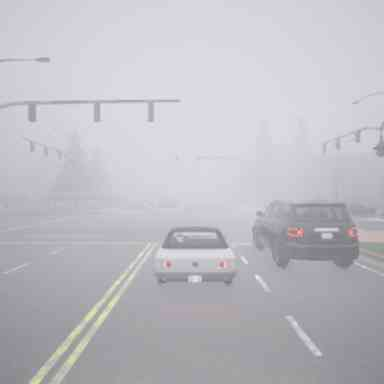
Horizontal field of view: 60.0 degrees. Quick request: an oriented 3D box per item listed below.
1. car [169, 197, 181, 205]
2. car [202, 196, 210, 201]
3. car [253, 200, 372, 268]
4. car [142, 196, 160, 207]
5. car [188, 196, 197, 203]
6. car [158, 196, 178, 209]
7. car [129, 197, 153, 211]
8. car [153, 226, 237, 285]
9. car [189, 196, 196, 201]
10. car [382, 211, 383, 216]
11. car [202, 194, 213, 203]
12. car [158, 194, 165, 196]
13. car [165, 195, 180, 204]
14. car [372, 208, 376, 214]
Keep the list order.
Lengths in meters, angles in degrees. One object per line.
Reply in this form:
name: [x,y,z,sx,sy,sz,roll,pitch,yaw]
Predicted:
car: [-3.443,1.756,68.552,2.128,1.511,4.902,0,0,0]
car: [3.573,1.736,87.624,1.994,1.385,4.181,0,0,0]
car: [3.600,1.266,11.542,2.150,2.045,5.566,0,0,0]
car: [-7.037,1.754,55.028,2.033,1.411,5.357,0,0,0]
car: [0.065,1.804,77.319,1.812,1.442,4.674,0,0,0]
car: [-3.545,1.750,49.637,1.994,1.385,4.181,0,0,0]
car: [-7.101,1.716,44.957,2.033,1.411,5.357,0,0,2]
car: [0.083,1.637,9.563,1.895,1.301,4.718,0,0,0]
car: [0.073,1.708,87.627,1.812,1.442,4.674,0,0,0]
car: [18.801,1.672,28.652,4.181,1.385,1.994,0,0,-1]
car: [3.564,1.504,76.973,2.150,2.045,5.566,0,0,0]
car: [-6.937,1.508,75.497,2.150,2.045,5.566,0,0,0]
car: [-3.532,1.723,58.355,1.837,1.490,4.892,0,0,-1]
car: [14.960,1.722,32.083,4.718,1.301,1.895,0,0,0]
